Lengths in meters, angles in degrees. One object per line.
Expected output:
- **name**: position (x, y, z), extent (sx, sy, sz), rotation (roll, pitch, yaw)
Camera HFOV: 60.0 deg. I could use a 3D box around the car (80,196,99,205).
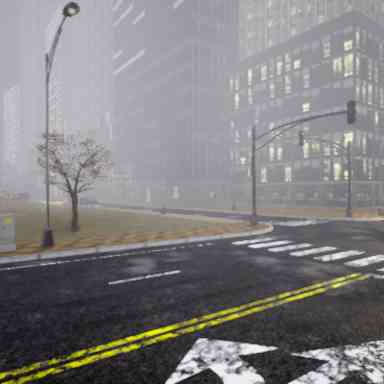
- **car**: position (-17.724, 1.477, 57.163), extent (2.033, 1.411, 5.357), rotation (0, 0, -35)
